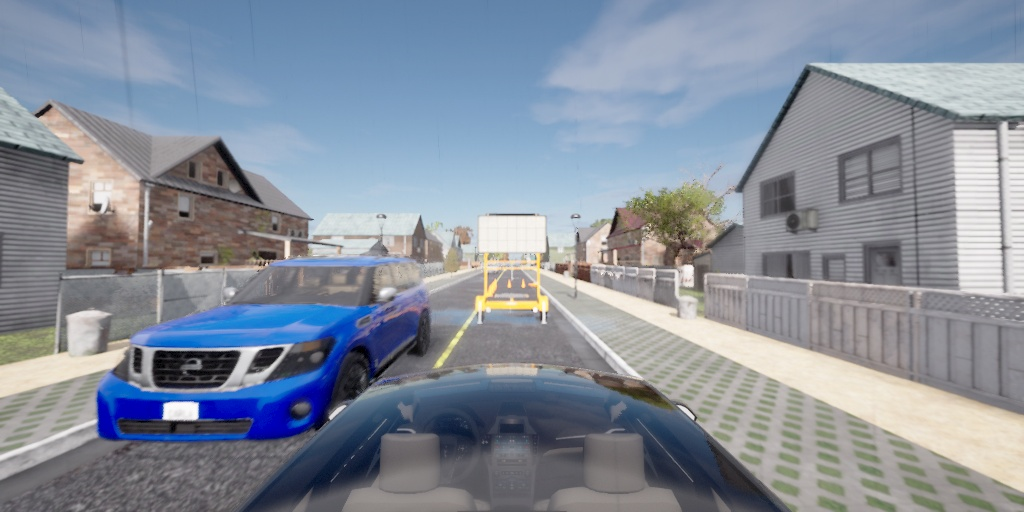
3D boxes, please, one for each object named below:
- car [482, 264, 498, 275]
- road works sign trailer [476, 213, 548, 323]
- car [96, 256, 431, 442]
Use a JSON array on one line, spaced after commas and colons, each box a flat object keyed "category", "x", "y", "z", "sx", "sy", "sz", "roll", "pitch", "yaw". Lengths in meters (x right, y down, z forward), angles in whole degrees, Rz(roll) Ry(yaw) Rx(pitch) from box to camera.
[{"category": "car", "x": -2.878, "y": 1.788, "z": 49.497, "sx": 1.812, "sy": 1.442, "sz": 4.674, "roll": 0, "pitch": -1, "yaw": 0}, {"category": "road works sign trailer", "x": 0.005, "y": 0.315, "z": 12.500, "sx": 2.380, "sy": 3.560, "sz": 2.880, "roll": 0, "pitch": 0, "yaw": 0}, {"category": "car", "x": -2.854, "y": 1.009, "z": 5.854, "sx": 2.150, "sy": 2.045, "sz": 5.566, "roll": 0, "pitch": -1, "yaw": 0}]
